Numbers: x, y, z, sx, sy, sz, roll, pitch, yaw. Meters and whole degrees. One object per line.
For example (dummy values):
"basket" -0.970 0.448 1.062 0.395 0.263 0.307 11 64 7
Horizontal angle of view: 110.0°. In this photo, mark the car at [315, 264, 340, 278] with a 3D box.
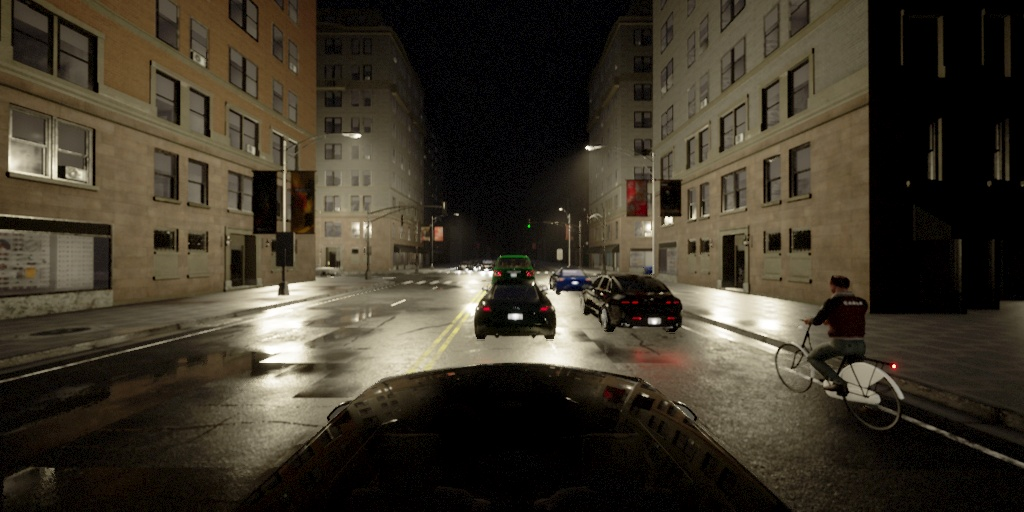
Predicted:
"car" -19.226 1.386 34.623 4.718 1.301 1.895 0 0 3

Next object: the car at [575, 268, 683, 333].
"car" 3.333 1.271 10.812 1.837 1.490 4.892 0 0 0

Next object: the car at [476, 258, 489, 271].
"car" -3.413 1.333 50.881 2.128 1.511 4.902 0 0 0

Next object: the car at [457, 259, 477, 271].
"car" -6.661 1.369 52.136 1.812 1.442 4.674 0 0 0

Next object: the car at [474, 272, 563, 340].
"car" 0.084 1.328 10.022 1.994 1.385 4.181 0 0 0

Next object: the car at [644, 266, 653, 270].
"car" 16.352 1.344 37.481 5.008 1.535 1.882 0 0 0

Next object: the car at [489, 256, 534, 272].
"car" 0.073 1.004 19.778 2.150 2.045 5.566 0 0 0

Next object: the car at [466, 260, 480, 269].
"car" -6.661 1.365 61.146 1.837 1.490 4.892 0 0 0

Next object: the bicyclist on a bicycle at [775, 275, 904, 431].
"bicyclist on a bicycle" 4.139 1.125 4.733 0.659 1.776 1.843 0 0 0

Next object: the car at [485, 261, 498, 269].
"car" -3.414 1.459 60.146 1.895 1.301 4.718 0 0 0

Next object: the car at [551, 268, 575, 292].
"car" 3.233 1.346 20.334 1.994 1.385 4.181 0 0 0
